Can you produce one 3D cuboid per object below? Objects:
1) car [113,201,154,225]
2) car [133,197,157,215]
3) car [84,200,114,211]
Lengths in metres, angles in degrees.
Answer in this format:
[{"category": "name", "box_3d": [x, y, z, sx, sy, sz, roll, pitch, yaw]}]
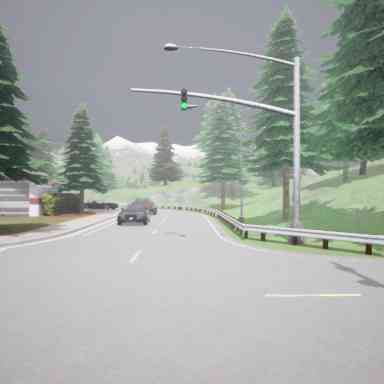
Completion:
[{"category": "car", "box_3d": [-4.098, 1.564, 23.899, 1.994, 1.385, 4.181, 0, 0, -2]}, {"category": "car", "box_3d": [-4.974, 1.352, 33.686, 2.097, 1.767, 4.553, 0, 0, -19]}, {"category": "car", "box_3d": [-11.582, 1.608, 41.395, 4.718, 1.301, 1.895, 0, 0, 14]}]
